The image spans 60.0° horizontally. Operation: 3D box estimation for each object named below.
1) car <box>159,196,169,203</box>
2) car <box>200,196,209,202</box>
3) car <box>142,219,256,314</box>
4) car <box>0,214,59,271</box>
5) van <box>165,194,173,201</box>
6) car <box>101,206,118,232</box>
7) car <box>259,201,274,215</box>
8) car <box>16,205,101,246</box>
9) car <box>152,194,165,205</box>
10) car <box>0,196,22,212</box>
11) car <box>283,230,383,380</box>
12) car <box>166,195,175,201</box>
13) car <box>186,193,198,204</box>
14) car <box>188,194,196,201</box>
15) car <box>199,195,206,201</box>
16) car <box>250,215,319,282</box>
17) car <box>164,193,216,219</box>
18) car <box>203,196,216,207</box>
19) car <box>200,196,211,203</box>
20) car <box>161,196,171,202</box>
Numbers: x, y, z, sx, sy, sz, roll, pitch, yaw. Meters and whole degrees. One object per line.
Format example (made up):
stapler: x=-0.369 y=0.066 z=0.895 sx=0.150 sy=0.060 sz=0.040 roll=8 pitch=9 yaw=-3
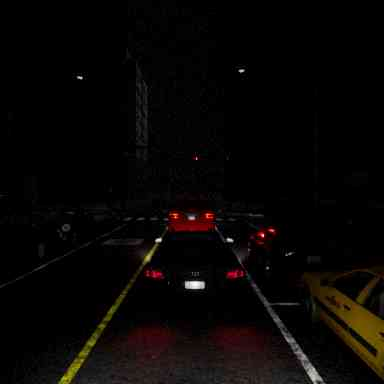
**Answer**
car: x=-5.812 y=1.602 z=68.773 sx=1.802 sy=1.307 sz=4.206 roll=0 pitch=0 yaw=0
car: x=2.709 y=1.568 z=74.217 sx=1.887 sy=1.381 sz=4.507 roll=0 pitch=0 yaw=0
car: x=0.054 y=1.564 z=7.711 sx=1.994 sy=1.385 sz=4.181 roll=0 pitch=0 yaw=0
car: x=-5.771 y=1.545 z=9.577 sx=1.887 sy=1.381 sz=4.507 roll=0 pitch=0 yaw=0
van: x=-5.824 y=1.372 z=85.087 sx=1.690 sy=1.788 sz=3.998 roll=0 pitch=0 yaw=0
car: x=-5.778 y=1.527 z=20.321 sx=1.752 sy=1.417 sz=4.829 roll=0 pitch=0 yaw=0
car: x=9.980 y=1.450 z=35.211 sx=5.566 sy=2.045 sz=2.150 roll=1 pitch=0 yaw=0
car: x=-5.775 y=1.441 z=15.034 sx=1.967 sy=1.590 sz=4.097 roll=0 pitch=0 yaw=0
car: x=-5.805 y=1.330 z=57.899 sx=2.192 sy=1.841 sz=5.009 roll=0 pitch=0 yaw=0
car: x=-17.941 y=1.172 z=31.941 sx=4.902 sy=1.511 sz=2.128 roll=1 pitch=0 yaw=0
car: x=2.758 y=1.525 z=4.298 sx=1.752 sy=1.417 sz=4.829 roll=0 pitch=0 yaw=0
car: x=-5.828 y=1.586 z=90.524 sx=2.008 sy=1.369 sz=4.403 roll=0 pitch=0 yaw=0
car: x=0.050 y=1.239 z=63.043 sx=2.150 sy=2.045 sz=5.566 roll=0 pitch=0 yaw=0
car: x=-0.063 y=1.389 z=89.008 sx=2.097 sy=1.767 sz=4.553 roll=0 pitch=0 yaw=0
car: x=2.701 y=1.557 z=85.262 sx=1.752 sy=1.417 sz=4.829 roll=0 pitch=0 yaw=0
car: x=2.754 y=1.566 z=9.585 sx=1.947 sy=1.339 sz=4.313 roll=0 pitch=0 yaw=0
car: x=-0.009 y=1.223 z=17.131 sx=2.150 sy=2.045 sz=5.566 roll=0 pitch=0 yaw=0
car: x=2.724 y=1.452 z=52.467 sx=1.967 sy=1.590 sz=4.097 roll=0 pitch=0 yaw=0
car: x=2.713 y=1.571 z=68.779 sx=2.008 sy=1.369 sz=4.403 roll=0 pitch=0 yaw=0
car: x=-5.816 y=1.549 z=74.041 sx=1.752 sy=1.417 sz=4.829 roll=0 pitch=0 yaw=0
